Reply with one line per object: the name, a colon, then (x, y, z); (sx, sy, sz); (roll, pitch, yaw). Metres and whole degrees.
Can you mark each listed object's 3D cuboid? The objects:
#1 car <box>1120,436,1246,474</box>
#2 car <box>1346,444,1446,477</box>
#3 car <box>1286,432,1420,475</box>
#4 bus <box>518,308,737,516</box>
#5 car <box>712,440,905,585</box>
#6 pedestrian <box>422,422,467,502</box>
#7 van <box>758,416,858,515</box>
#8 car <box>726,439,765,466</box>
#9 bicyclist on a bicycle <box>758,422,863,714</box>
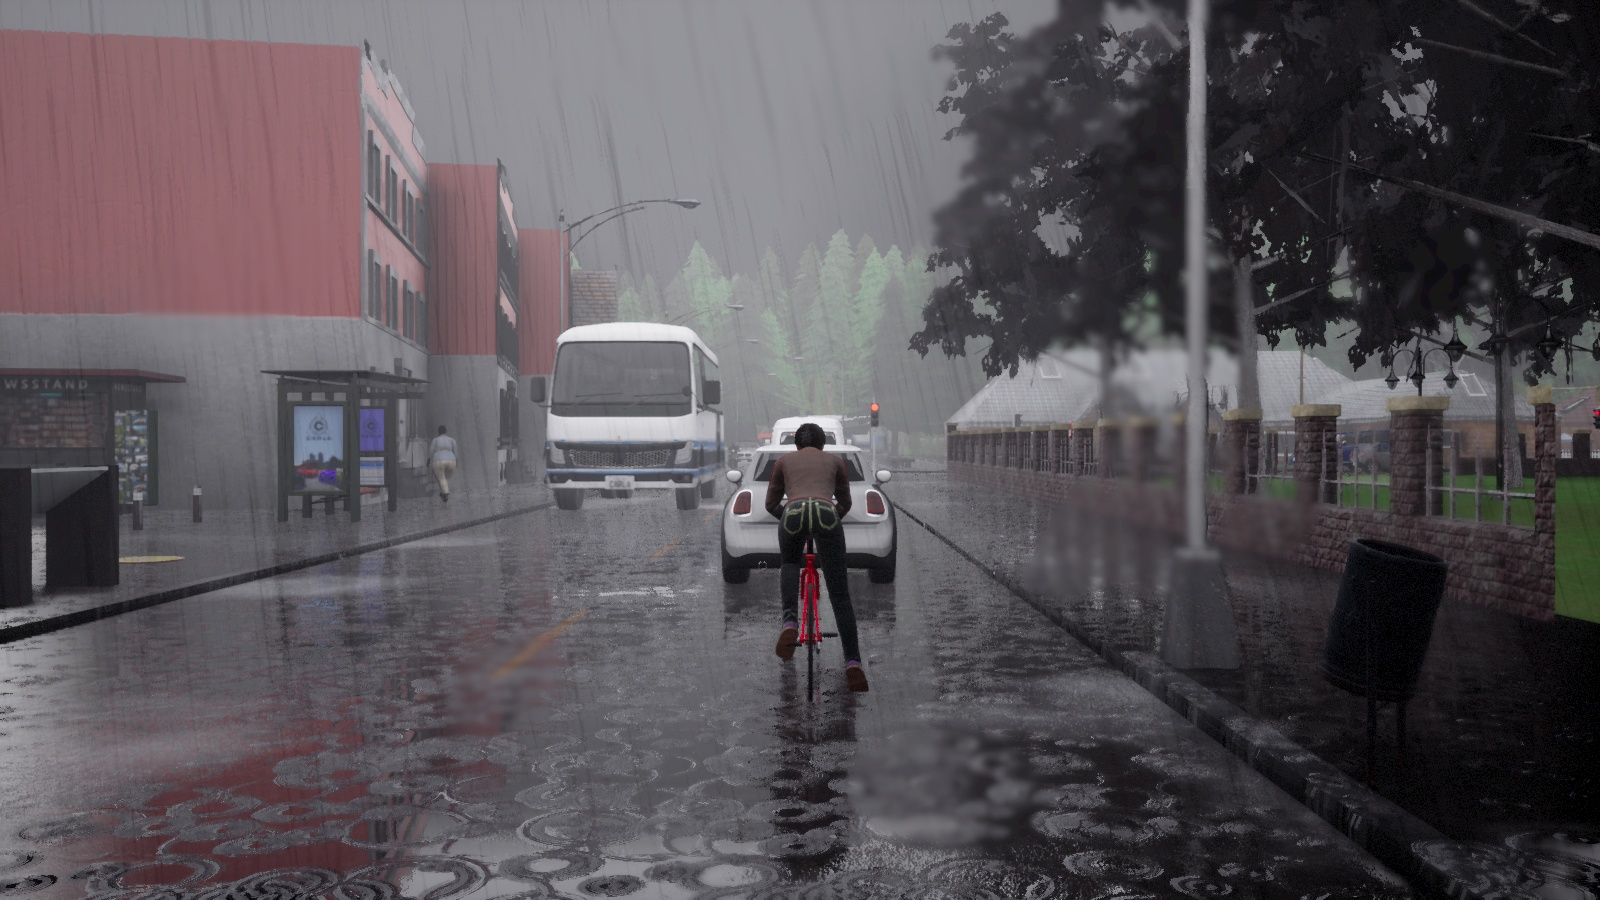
car: (17.275, 0.218, 56.805); (5.027, 1.651, 2.152); (0, 0, -1)
car: (26.893, 0.462, 56.757); (3.633, 1.501, 1.845); (0, 0, -1)
car: (26.718, 0.144, 60.805); (5.566, 2.045, 2.150); (0, 0, 0)
bus: (-3.801, -0.807, 30.876); (3.944, 4.253, 10.273); (0, 0, 0)
car: (0.104, 0.629, 14.715); (1.970, 1.475, 3.806); (0, 0, 0)
pedestrian: (-8.502, 0.280, 30.002); (0.874, 1.855, 0.900); (0, 0, -27)
van: (0.184, 0.311, 28.196); (2.069, 2.038, 4.480); (0, 0, 1)
car: (-3.494, 0.129, 81.331); (2.242, 1.667, 4.611); (0, 0, 0)
bicyclist on a bicycle: (0.062, 0.655, 7.794); (0.582, 1.620, 1.656); (0, 0, 0)
